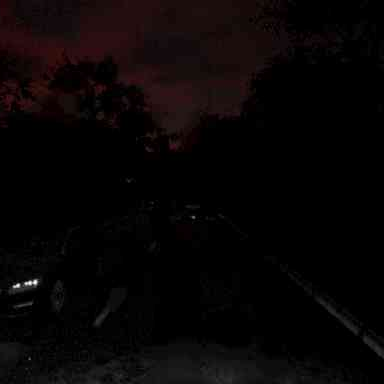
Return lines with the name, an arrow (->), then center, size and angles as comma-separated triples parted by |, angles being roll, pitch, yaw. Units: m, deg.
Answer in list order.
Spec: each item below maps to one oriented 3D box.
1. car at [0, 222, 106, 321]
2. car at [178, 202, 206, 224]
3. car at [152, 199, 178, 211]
car -> -3.348, 1.502, 7.576 | 2.128, 1.511, 4.902 | 0, 0, 0
car -> 0.099, 1.546, 25.194 | 1.812, 1.442, 4.674 | 0, 0, 0
car -> -3.332, 1.577, 42.330 | 1.882, 1.535, 5.008 | 3, -2, -33
